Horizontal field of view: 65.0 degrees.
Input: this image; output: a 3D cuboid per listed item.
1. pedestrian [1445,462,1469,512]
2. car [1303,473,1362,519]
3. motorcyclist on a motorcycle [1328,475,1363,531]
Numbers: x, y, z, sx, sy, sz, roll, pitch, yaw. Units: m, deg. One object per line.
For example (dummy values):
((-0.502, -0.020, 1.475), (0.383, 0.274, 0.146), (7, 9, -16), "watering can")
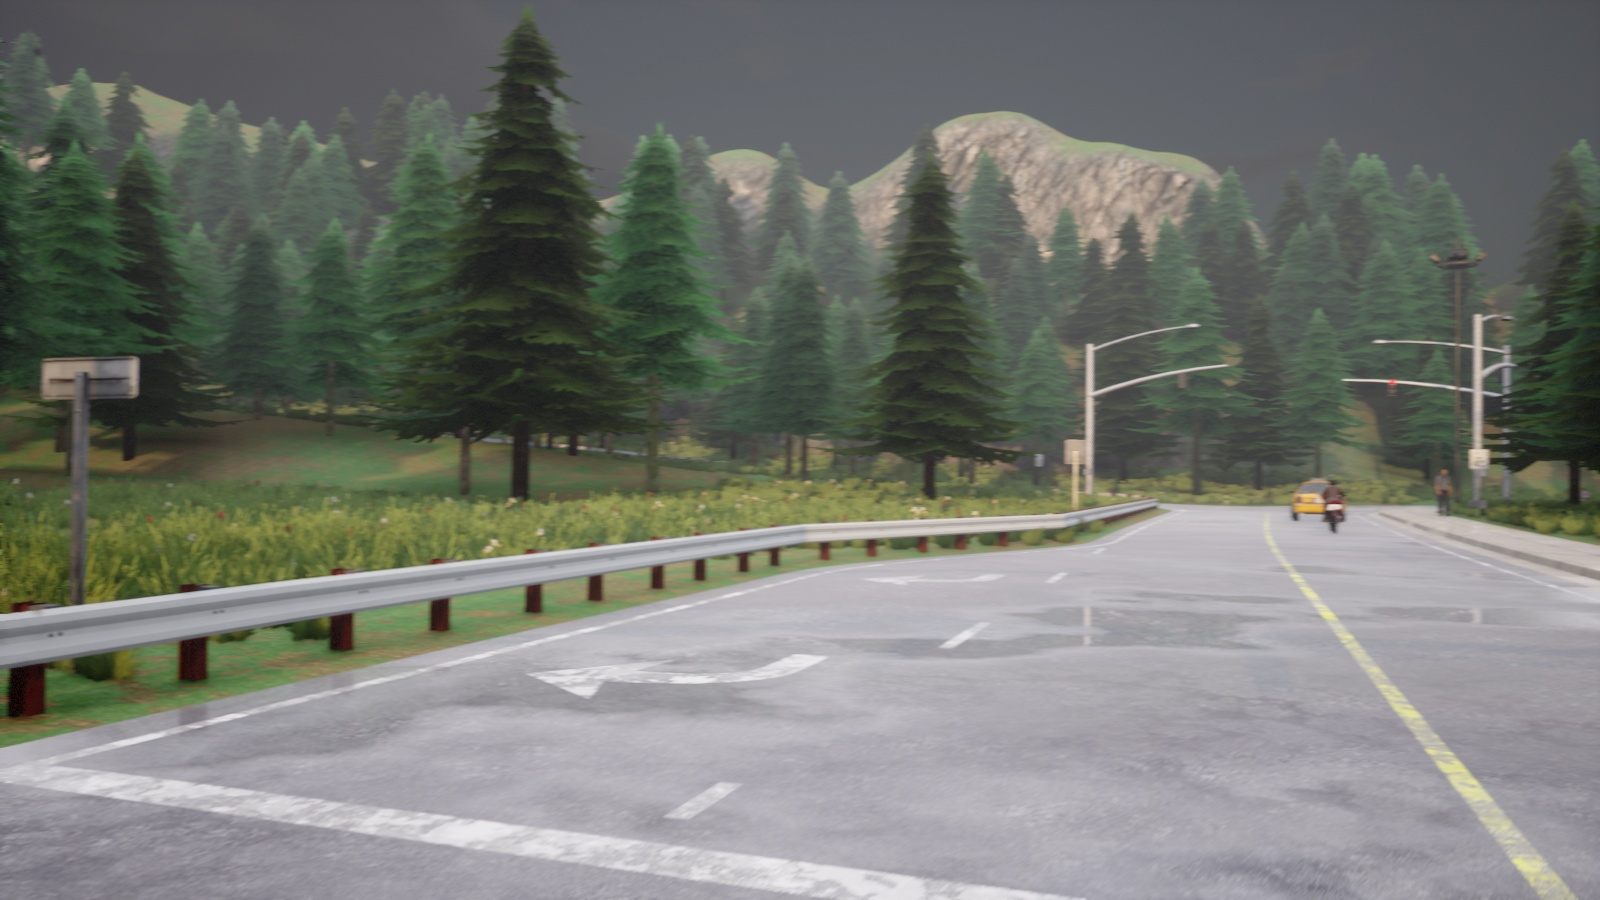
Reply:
((24.515, 1.387, 46.853), (0.540, 1.848, 0.694), (0, -1, 3), "pedestrian")
((19.400, 1.633, 45.935), (1.801, 1.575, 5.366), (0, -1, 21), "car")
((15.522, 1.482, 35.774), (0.797, 1.523, 2.044), (0, 0, 20), "motorcyclist on a motorcycle")
